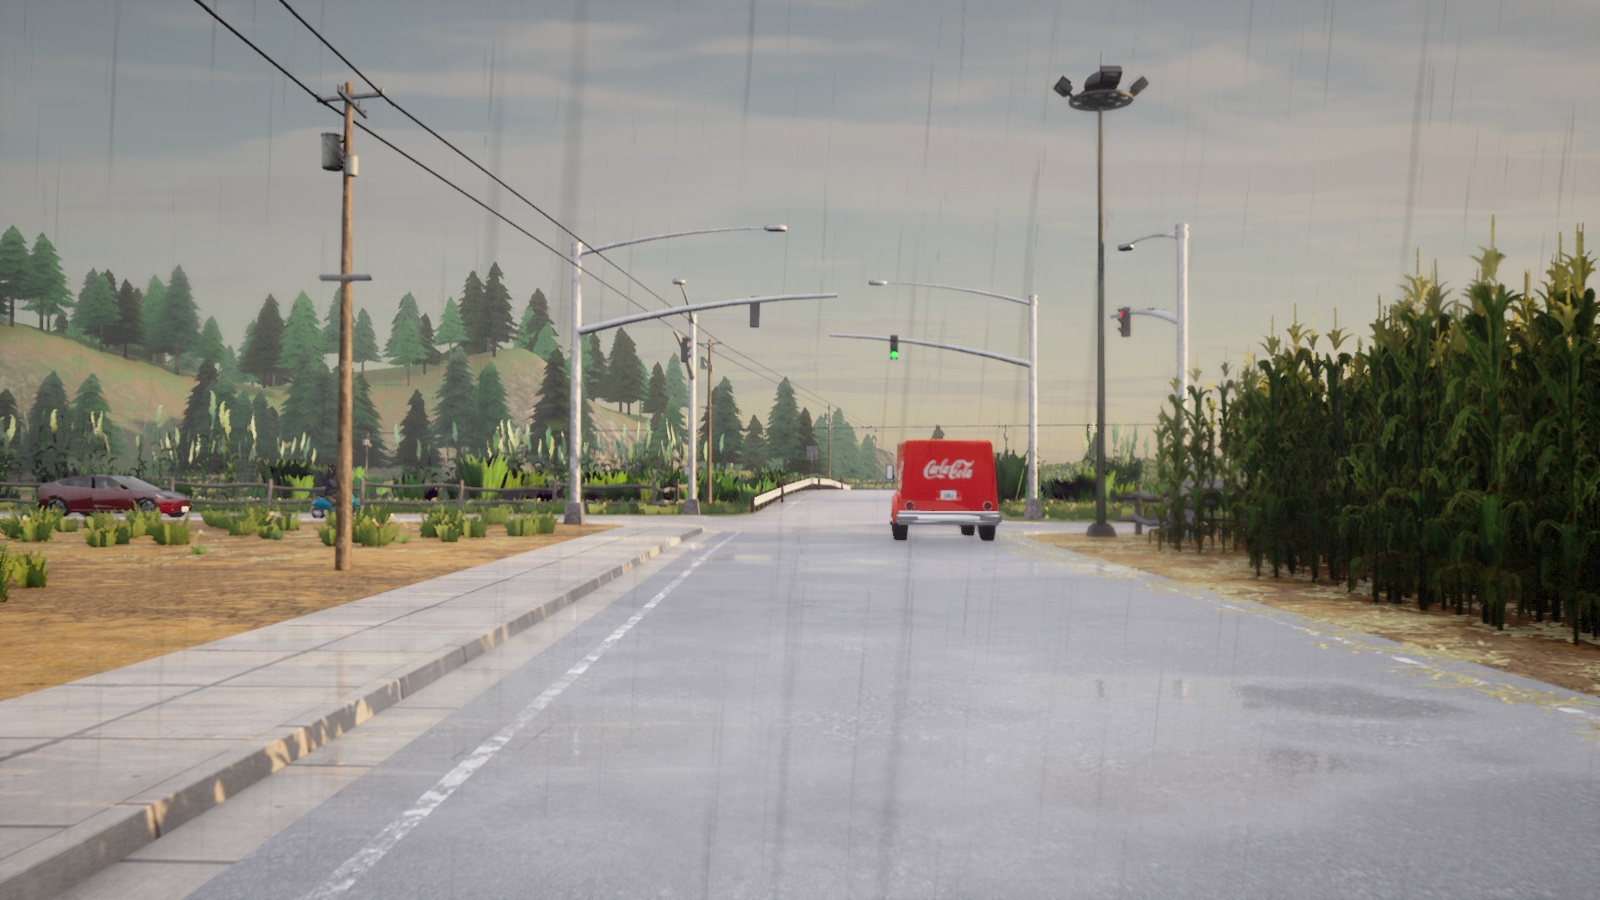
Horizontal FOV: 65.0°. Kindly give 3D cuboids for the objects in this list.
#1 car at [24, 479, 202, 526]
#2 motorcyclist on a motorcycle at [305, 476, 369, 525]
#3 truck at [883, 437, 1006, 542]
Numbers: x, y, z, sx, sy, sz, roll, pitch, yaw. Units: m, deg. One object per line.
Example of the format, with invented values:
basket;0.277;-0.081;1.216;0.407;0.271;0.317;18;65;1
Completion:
car;-22.882;1.740;41.958;4.792;1.488;2.163;0;-1;3
motorcyclist on a motorcycle;-15.326;1.656;41.590;1.817;1.590;0.866;0;-1;3
truck;3.547;0.978;32.029;2.627;2.467;5.204;0;-1;1
